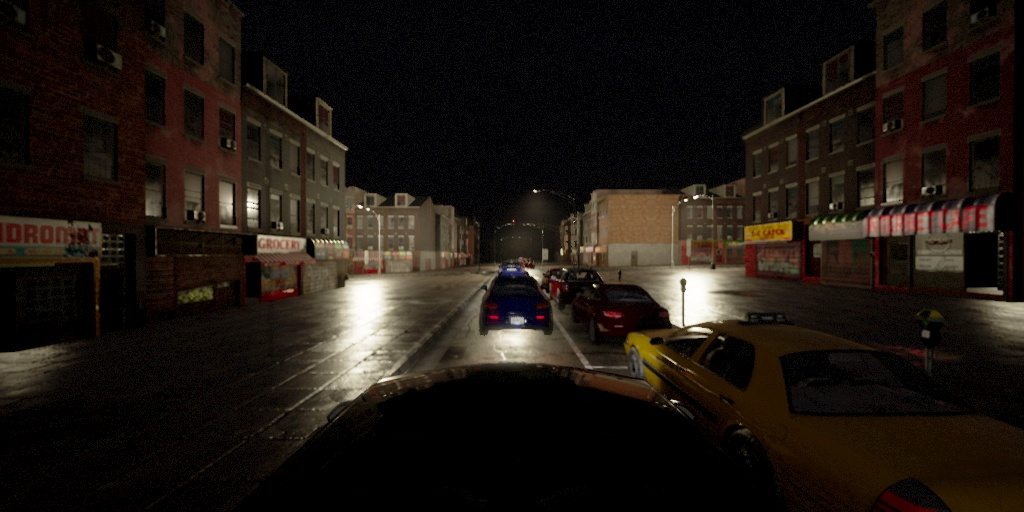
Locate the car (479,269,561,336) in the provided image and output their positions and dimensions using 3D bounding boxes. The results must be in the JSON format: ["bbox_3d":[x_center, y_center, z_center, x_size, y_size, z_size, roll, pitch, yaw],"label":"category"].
[{"bbox_3d":[0.070,1.275,10.266,1.812,1.442,4.674,0,0,-1],"label":"car"}]

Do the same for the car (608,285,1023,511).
[{"bbox_3d":[2.637,1.275,3.990,1.751,1.417,4.829,0,0,0],"label":"car"}]

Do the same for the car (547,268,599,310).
[{"bbox_3d":[2.628,1.191,14.754,1.967,1.591,4.097,0,0,0],"label":"car"}]

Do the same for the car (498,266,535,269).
[{"bbox_3d":[0.093,1.355,17.982,1.895,1.301,4.718,0,0,0],"label":"car"}]

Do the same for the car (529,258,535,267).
[{"bbox_3d":[2.593,1.300,57.561,1.967,1.591,4.097,0,0,0],"label":"car"}]

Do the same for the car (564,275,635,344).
[{"bbox_3d":[2.632,1.331,9.288,1.802,1.307,4.207,0,0,0],"label":"car"}]

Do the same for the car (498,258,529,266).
[{"bbox_3d":[-0.032,1.120,27.881,2.097,1.767,4.553,0,0,0],"label":"car"}]
